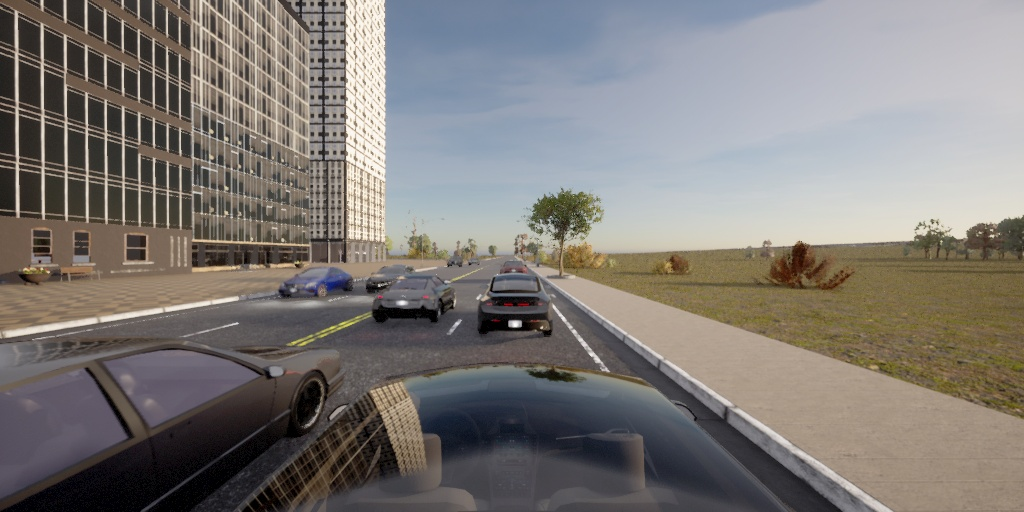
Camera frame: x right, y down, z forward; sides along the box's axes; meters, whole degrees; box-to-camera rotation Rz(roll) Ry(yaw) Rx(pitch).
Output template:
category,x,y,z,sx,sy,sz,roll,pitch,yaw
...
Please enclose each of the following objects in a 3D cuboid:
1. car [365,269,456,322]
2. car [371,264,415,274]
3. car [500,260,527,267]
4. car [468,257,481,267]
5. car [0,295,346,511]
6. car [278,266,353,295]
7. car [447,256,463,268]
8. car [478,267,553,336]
category,x,y,z,sx,sy,sz,roll,pitch,yaw
car,-3.137,1.310,12.249,1.994,1.385,4.181,0,0,0
car,-6.579,1.247,20.240,1.837,1.490,4.892,0,0,0
car,0.130,1.091,28.453,2.097,1.767,4.553,0,0,0
car,-6.433,0.941,61.488,1.837,1.490,4.892,0,0,0
car,-3.147,1.297,2.358,2.033,1.411,5.357,0,0,0
car,-9.817,1.269,18.404,1.812,1.442,4.674,0,0,0
car,-9.683,0.999,61.462,2.150,2.045,5.566,0,0,0
car,0.106,1.252,10.389,1.837,1.490,4.892,0,0,1
